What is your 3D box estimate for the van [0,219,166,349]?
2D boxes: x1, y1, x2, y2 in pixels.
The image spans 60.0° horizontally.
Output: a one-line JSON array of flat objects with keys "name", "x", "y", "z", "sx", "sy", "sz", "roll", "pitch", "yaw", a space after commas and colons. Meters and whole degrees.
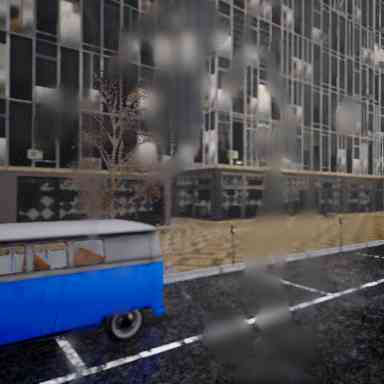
[{"name": "van", "x": -2.335, "y": 1.346, "z": 4.893, "sx": 3.998, "sy": 1.788, "sz": 1.690, "roll": 0, "pitch": 0, "yaw": -35}]
